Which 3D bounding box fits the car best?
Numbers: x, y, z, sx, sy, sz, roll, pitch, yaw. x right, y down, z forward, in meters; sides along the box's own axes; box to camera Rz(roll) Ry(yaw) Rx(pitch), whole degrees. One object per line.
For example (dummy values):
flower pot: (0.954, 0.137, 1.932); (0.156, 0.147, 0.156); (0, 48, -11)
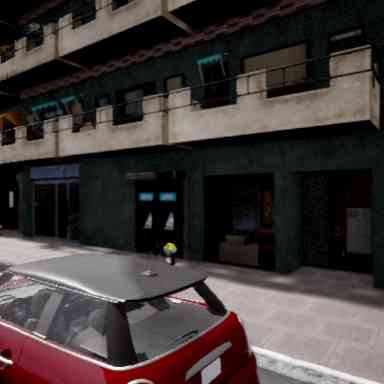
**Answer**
car: (-1.428, 1.439, 3.745); (4.097, 1.590, 1.967); (0, 0, 35)
